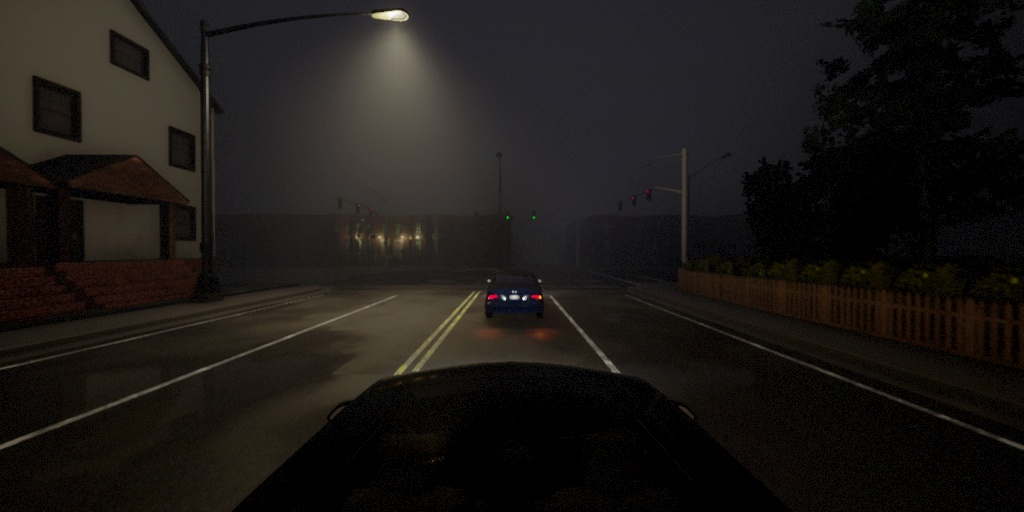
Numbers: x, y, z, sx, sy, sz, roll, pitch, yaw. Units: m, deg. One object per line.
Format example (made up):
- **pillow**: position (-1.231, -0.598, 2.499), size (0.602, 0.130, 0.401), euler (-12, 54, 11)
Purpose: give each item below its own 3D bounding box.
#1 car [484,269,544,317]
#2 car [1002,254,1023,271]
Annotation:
- **car**: position (0.078, 1.162, 12.468), size (2.033, 1.411, 5.357), euler (0, 1, 0)
- **car**: position (41.784, 0.770, 28.236), size (4.553, 1.767, 2.097), euler (0, 1, 0)
